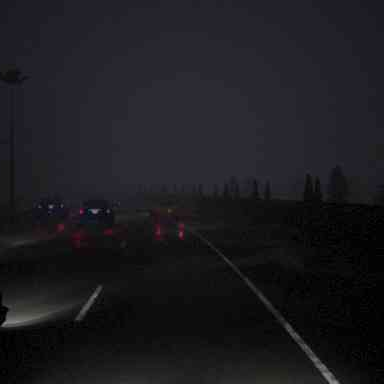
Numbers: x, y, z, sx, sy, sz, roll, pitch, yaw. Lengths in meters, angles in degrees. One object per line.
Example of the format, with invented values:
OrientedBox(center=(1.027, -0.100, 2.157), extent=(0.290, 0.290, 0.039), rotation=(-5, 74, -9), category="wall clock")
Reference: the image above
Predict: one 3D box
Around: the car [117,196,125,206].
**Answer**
OrientedBox(center=(-10.359, 1.194, 44.804), extent=(1.812, 1.442, 4.674), rotation=(0, 0, -27), category="car")

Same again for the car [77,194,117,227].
OrientedBox(center=(-6.198, 1.193, 21.720), extent=(2.097, 1.767, 4.553), rotation=(0, 0, -13), category="car")

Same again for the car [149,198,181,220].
OrientedBox(center=(-2.177, 1.257, 25.635), extent=(1.801, 1.575, 5.366), rotation=(0, 0, -14), category="car")

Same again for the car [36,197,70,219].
OrientedBox(center=(-11.177, 1.162, 27.008), extent=(2.097, 1.767, 4.553), rotation=(0, 0, -16), category="car")

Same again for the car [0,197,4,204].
OrientedBox(center=(-26.951, 1.262, 45.710), extent=(1.994, 1.385, 4.181), rotation=(0, 0, -30), category="car")

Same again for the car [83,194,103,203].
OrientedBox(center=(-16.874, 1.093, 56.677), extent=(1.837, 1.490, 4.892), rotation=(0, 1, -35), category="car")

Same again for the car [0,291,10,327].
OrientedBox(center=(-3.566, 1.534, 2.502), extent=(2.033, 1.411, 5.357), rotation=(0, 0, -2), category="car")
